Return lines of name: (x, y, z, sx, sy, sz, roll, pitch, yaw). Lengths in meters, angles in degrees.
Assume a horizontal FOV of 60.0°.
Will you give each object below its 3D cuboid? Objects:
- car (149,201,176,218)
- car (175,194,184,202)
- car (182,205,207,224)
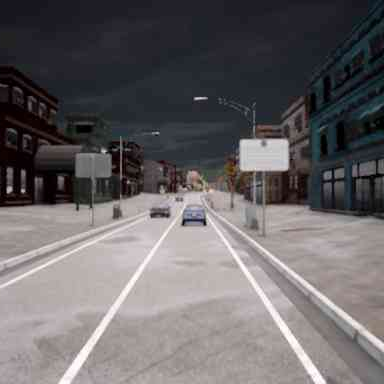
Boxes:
car: (-3.019, 1.810, 32.924, 2.033, 1.411, 5.357, 0, -1, 0)
car: (-2.822, 1.279, 74.450, 1.882, 1.535, 5.008, 0, 2, 0)
car: (0.166, 1.705, 25.882, 2.033, 1.411, 5.357, 0, -1, 0)
